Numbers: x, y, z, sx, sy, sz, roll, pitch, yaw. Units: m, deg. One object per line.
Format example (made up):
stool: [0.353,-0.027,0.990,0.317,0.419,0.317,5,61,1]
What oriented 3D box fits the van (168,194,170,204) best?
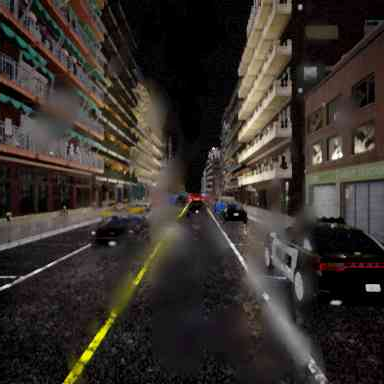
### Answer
van: [-4.983,1.346,53.080,1.690,1.788,3.998,0,0,1]

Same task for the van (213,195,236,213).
van: [3.098,1.338,30.323,1.690,1.788,3.998,0,0,1]

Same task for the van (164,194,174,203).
van: [-4.759,1.363,70.064,1.690,1.788,3.998,0,0,1]

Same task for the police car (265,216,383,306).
police car: [3.108,1.423,8.230,1.930,1.638,5.238,0,0,1]

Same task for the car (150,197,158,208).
car: [-5.209,1.549,36.096,2.008,1.369,4.403,0,0,1]

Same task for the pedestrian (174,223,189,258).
pedestrian: [-0.320,1.570,11.291,0.375,1.300,0.375,0,0,1]

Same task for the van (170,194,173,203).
van: [-4.834,1.357,64.404,1.690,1.788,3.998,0,0,1]

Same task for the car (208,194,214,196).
car: [3.396,1.320,52.970,2.192,1.841,5.009,0,0,1]

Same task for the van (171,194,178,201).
van: [-4.535,1.385,87.049,1.690,1.788,3.998,0,0,1]

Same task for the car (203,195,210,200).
car: [3.919,1.598,92.602,1.887,1.381,4.507,0,0,1]

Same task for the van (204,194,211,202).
van: [3.770,1.377,81.278,1.690,1.788,3.998,0,0,1]

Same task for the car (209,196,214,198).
car: [3.246,1.565,41.646,1.947,1.339,4.313,0,0,1]

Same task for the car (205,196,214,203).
car: [3.619,1.604,69.954,1.802,1.307,4.206,0,0,1]

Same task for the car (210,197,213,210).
car: [3.171,1.543,35.985,1.887,1.381,4.507,0,0,1]

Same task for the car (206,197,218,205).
car: [3.470,1.555,58.632,1.887,1.381,4.507,0,0,1]

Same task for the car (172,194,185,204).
car: [-2.183,1.493,64.261,1.882,1.535,5.008,0,0,1]

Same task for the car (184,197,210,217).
car: [0.496,1.500,31.719,1.837,1.490,4.892,0,0,1]

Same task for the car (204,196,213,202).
car: [3.694,1.611,75.616,1.802,1.307,4.206,0,0,1]

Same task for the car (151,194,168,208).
car: [-5.057,1.317,47.418,2.192,1.841,5.009,0,0,1]

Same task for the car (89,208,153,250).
car: [-2.909,1.596,14.462,1.895,1.301,4.718,0,0,1]

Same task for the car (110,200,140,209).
car: [-5.361,1.521,24.602,1.752,1.417,4.829,0,0,1]

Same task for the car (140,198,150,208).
car: [-5.286,1.522,30.264,1.752,1.417,4.829,0,0,1]

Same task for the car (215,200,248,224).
car: [3.021,1.562,24.661,1.947,1.339,4.313,0,0,1]

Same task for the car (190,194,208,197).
car: [0.663,1.223,45.650,2.150,2.045,5.566,0,0,1]
